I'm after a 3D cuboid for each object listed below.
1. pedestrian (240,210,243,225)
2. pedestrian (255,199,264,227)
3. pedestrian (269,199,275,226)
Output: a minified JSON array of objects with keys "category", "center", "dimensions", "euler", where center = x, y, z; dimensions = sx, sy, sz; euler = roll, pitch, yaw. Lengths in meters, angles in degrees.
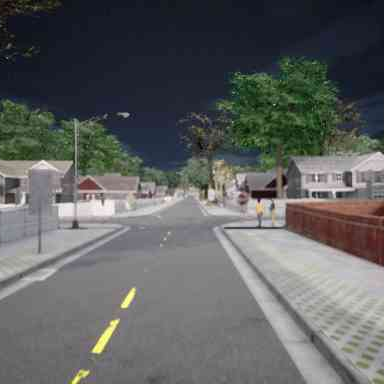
[{"category":"pedestrian","center":[3.520,1.765,23.460],"dimensions":[0.500,1.100,0.500],"euler":[0,0,0]},{"category":"pedestrian","center":[4.519,1.371,22.263],"dimensions":[0.375,1.860,0.375],"euler":[0,0,0]},{"category":"pedestrian","center":[5.520,1.371,22.862],"dimensions":[0.375,1.860,0.375],"euler":[0,0,0]}]
